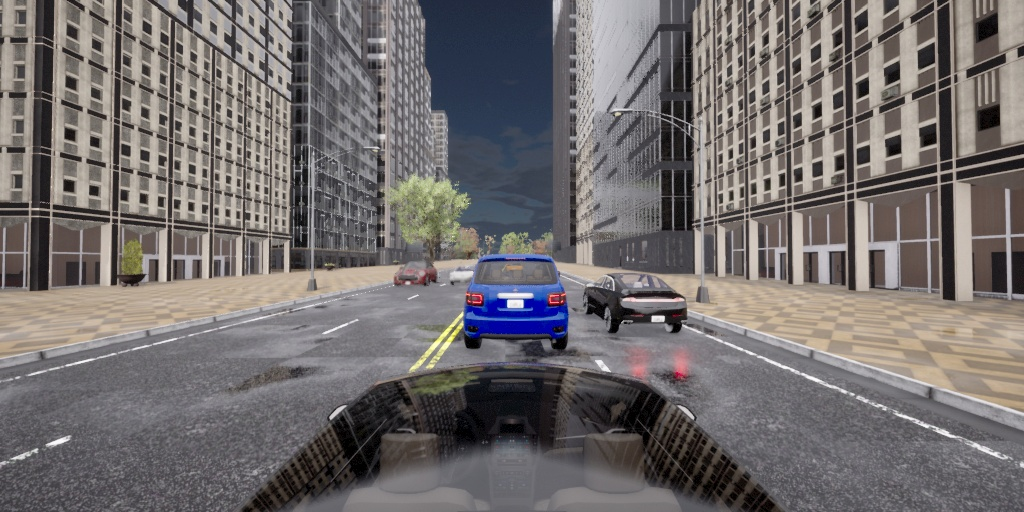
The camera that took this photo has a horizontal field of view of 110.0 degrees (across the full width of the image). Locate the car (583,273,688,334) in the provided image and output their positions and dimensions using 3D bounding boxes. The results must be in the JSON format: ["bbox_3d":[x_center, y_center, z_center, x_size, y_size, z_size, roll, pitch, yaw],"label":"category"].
[{"bbox_3d":[3.388,1.244,10.712,2.128,1.511,4.902,0,0,0],"label":"car"}]

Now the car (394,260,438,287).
[{"bbox_3d":[-6.501,1.110,24.668,2.097,1.767,4.553,0,0,0],"label":"car"}]

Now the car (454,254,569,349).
[{"bbox_3d":[0.120,0.974,9.276,2.150,2.045,5.566,0,0,1],"label":"car"}]

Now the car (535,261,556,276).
[{"bbox_3d":[3.508,1.268,38.247,1.837,1.490,4.892,0,0,0],"label":"car"}]

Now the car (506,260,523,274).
[{"bbox_3d":[0.277,1.242,42.640,1.882,1.535,5.008,0,0,0],"label":"car"}]

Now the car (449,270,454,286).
[{"bbox_3d":[-3.245,1.359,25.805,1.895,1.301,4.718,0,0,0],"label":"car"}]
